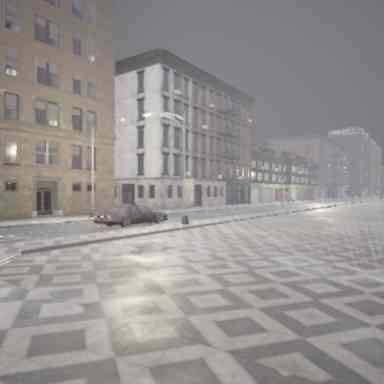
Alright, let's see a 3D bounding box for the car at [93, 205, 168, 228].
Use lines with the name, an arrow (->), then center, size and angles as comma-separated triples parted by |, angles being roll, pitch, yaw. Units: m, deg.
car -> -3.954, 1.555, 22.162 | 2.033, 1.411, 5.357 | 0, 0, 37
